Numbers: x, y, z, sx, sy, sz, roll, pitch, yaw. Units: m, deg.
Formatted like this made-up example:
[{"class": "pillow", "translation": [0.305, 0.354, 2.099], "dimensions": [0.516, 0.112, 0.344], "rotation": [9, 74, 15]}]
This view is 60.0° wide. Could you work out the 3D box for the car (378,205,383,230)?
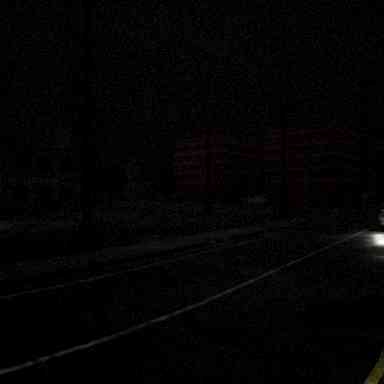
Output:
[{"class": "car", "translation": [13.736, 1.387, 21.696], "dimensions": [2.150, 2.045, 5.566], "rotation": [-1, -1, 38]}]
